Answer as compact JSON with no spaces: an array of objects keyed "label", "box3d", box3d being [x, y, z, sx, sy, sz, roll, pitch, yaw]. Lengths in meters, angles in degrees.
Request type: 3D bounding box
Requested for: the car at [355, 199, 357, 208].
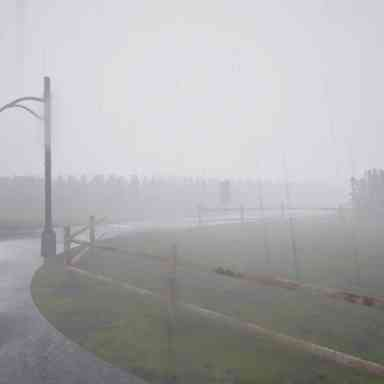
[{"label":"car","box3d":[25.102,1.550,48.302,4.902,1.511,2.128,0,-1,-45]}]
